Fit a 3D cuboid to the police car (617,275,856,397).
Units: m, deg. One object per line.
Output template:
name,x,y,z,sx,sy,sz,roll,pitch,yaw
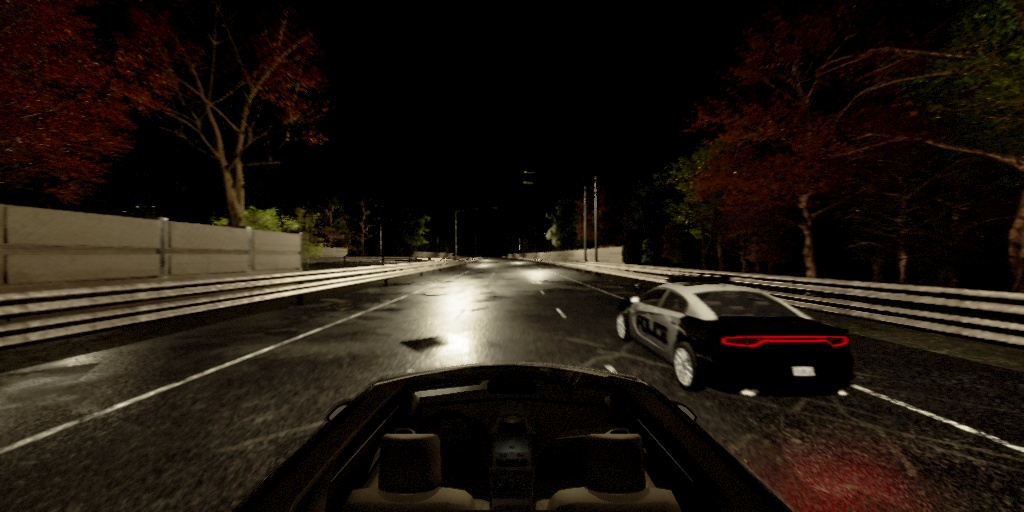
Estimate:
police car,3.484,1.180,6.879,1.930,1.638,5.238,0,0,0
